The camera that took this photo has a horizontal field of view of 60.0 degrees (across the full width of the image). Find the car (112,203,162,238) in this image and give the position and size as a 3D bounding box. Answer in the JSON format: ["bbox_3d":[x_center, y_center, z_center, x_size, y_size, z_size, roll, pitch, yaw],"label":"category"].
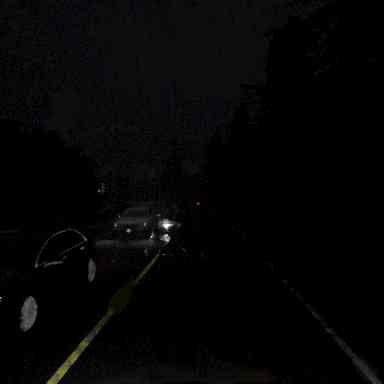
[{"bbox_3d":[-2.942,1.569,18.100,1.812,1.442,4.674,0,0,2],"label":"car"}]

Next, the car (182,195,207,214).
[{"bbox_3d":[0.384,1.316,37.171,2.150,2.045,5.566,0,0,-5],"label":"car"}]

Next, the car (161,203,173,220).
[{"bbox_3d":[-2.624,1.634,28.222,1.994,1.385,4.181,0,0,-1],"label":"car"}]

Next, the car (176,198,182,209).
[{"bbox_3d":[-1.167,1.630,49.128,1.837,1.490,4.892,0,0,-10],"label":"car"}]

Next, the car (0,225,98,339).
[{"bbox_3d":[-3.404,1.516,6.747,1.837,1.490,4.892,0,0,3],"label":"car"}]

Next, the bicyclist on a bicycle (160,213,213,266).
[{"bbox_3d":[-0.181,1.477,10.219,1.656,1.620,0.582,-2,0,3],"label":"bicyclist on a bicycle"}]
